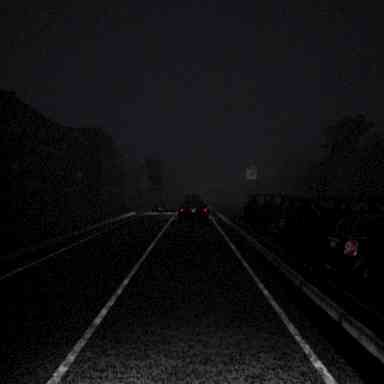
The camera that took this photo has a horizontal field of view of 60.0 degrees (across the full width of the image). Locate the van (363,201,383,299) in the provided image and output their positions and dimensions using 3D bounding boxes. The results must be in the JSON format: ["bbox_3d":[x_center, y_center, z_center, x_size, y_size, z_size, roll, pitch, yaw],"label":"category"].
[{"bbox_3d":[5.480,1.211,5.319,4.442,1.987,1.878,0,0,0],"label":"van"}]

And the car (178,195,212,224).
[{"bbox_3d":[0.099,1.274,23.982,2.097,1.767,4.553,0,0,0],"label":"car"}]

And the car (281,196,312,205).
[{"bbox_3d":[18.697,1.534,59.798,4.892,1.521,2.231,0,0,0],"label":"car"}]

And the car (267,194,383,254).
[{"bbox_3d":[5.622,1.159,10.924,5.566,2.045,2.435,0,0,0],"label":"car"}]

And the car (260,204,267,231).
[{"bbox_3d":[5.600,1.400,13.731,4.892,1.521,2.231,0,0,0],"label":"car"}]

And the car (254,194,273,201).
[{"bbox_3d":[18.753,1.524,87.411,4.553,1.767,2.185,0,0,0],"label":"car"}]

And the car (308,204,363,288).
[{"bbox_3d":[5.563,1.296,8.124,4.553,1.767,2.185,0,0,0],"label":"car"}]

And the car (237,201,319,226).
[{"bbox_3d":[5.591,1.390,22.136,4.892,1.521,2.231,0,0,0],"label":"car"}]

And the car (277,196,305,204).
[{"bbox_3d":[18.702,1.587,63.074,4.674,1.452,2.002,0,0,0],"label":"car"}]

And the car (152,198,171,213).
[{"bbox_3d":[-3.347,1.485,37.153,1.837,1.490,4.892,0,0,0],"label":"car"}]

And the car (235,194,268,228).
[{"bbox_3d":[5.624,1.138,19.334,5.566,2.045,2.435,0,0,0],"label":"car"}]
